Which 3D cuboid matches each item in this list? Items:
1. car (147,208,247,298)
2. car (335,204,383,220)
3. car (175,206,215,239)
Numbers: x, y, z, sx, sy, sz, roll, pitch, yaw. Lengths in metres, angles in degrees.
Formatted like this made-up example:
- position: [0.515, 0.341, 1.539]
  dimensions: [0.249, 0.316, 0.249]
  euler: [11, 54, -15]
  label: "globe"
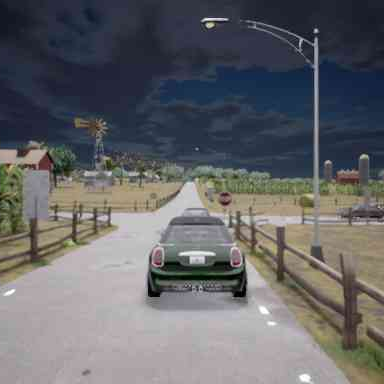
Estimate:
- position: [0.105, 1.390, 8.773]
  dimensions: [2.097, 1.767, 4.553]
  euler: [0, 0, 0]
  label: "car"
- position: [16.378, 1.888, 31.992]
  dimensions: [4.892, 1.490, 1.837]
  euler: [1, 1, 0]
  label: "car"
- position: [0.260, 1.630, 19.264]
  dimensions: [2.033, 1.411, 5.357]
  euler: [0, 0, 3]
  label: "car"
